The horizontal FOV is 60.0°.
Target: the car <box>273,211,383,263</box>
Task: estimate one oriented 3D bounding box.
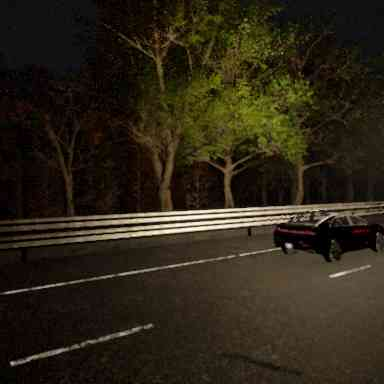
[{"bbox_3d":[4.940,1.417,11.641,4.902,1.511,2.128,-1,0,-36],"label":"car"}]
